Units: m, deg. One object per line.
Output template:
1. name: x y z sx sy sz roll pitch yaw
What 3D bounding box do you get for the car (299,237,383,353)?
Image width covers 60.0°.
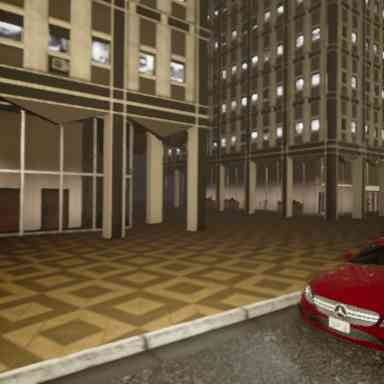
1. car: 3.876 1.532 5.827 4.674 1.442 1.812 0 0 -35
